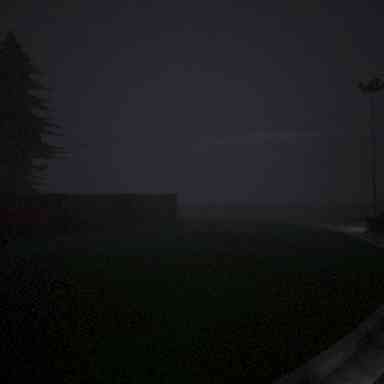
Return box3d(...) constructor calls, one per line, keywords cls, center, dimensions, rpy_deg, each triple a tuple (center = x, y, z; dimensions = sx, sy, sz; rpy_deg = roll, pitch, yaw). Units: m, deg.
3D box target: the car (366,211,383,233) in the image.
box3d(cls="car", center=(11.389, 1.650, 18.293), dimensions=(1.882, 1.535, 5.008), rpy_deg=(0, -1, 5))
